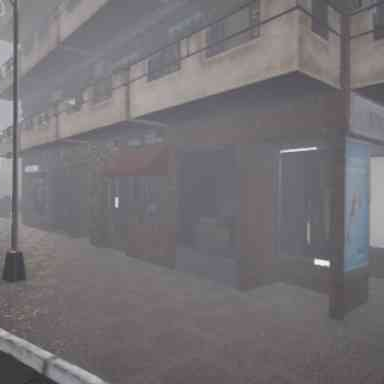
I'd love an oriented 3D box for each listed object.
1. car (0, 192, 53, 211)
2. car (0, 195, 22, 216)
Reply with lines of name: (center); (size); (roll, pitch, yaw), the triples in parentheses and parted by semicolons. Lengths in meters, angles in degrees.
car: (-15.472, 0.868, 31.151); (4.097, 1.590, 1.967); (0, 1, -42)
car: (-13.020, 1.000, 25.724); (4.902, 1.511, 2.128); (0, 1, -42)
